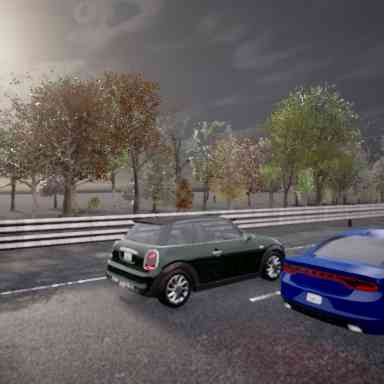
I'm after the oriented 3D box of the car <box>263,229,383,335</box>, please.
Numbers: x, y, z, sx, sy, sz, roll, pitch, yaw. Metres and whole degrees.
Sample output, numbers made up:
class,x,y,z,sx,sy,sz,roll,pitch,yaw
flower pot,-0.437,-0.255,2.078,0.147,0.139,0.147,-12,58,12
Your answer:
class,x,y,z,sx,sy,sz,roll,pitch,yaw
car,3.878,1.471,6.509,5.008,1.535,1.882,0,0,-35

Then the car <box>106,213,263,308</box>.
class,x,y,z,sx,sy,sz,roll,pitch,yaw
car,0.321,1.347,8.195,4.553,1.767,2.097,0,0,-39
